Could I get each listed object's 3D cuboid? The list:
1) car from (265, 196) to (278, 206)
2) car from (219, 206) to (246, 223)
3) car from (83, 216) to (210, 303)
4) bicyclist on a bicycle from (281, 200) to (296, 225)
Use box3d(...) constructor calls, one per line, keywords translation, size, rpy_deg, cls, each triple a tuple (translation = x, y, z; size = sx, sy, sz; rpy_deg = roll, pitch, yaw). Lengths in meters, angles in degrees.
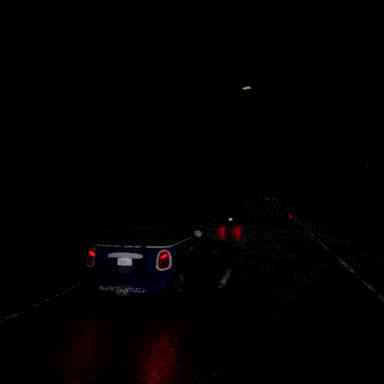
box3d(translation=(14.858, 1.956, 61.818), size=(1.994, 1.385, 4.181), rpy_deg=(0, 0, 14), cls="car")
box3d(translation=(3.462, 1.793, 27.604), size=(1.895, 1.301, 4.718), rpy_deg=(0, 0, 13), cls="car")
box3d(translation=(-0.858, 1.424, 8.695), size=(2.097, 1.767, 4.553), rpy_deg=(0, 0, 13), cls="car")
box3d(translation=(7.121, 1.582, 24.133), size=(0.866, 1.612, 1.509), rpy_deg=(0, 0, 13), cls="bicyclist on a bicycle")
